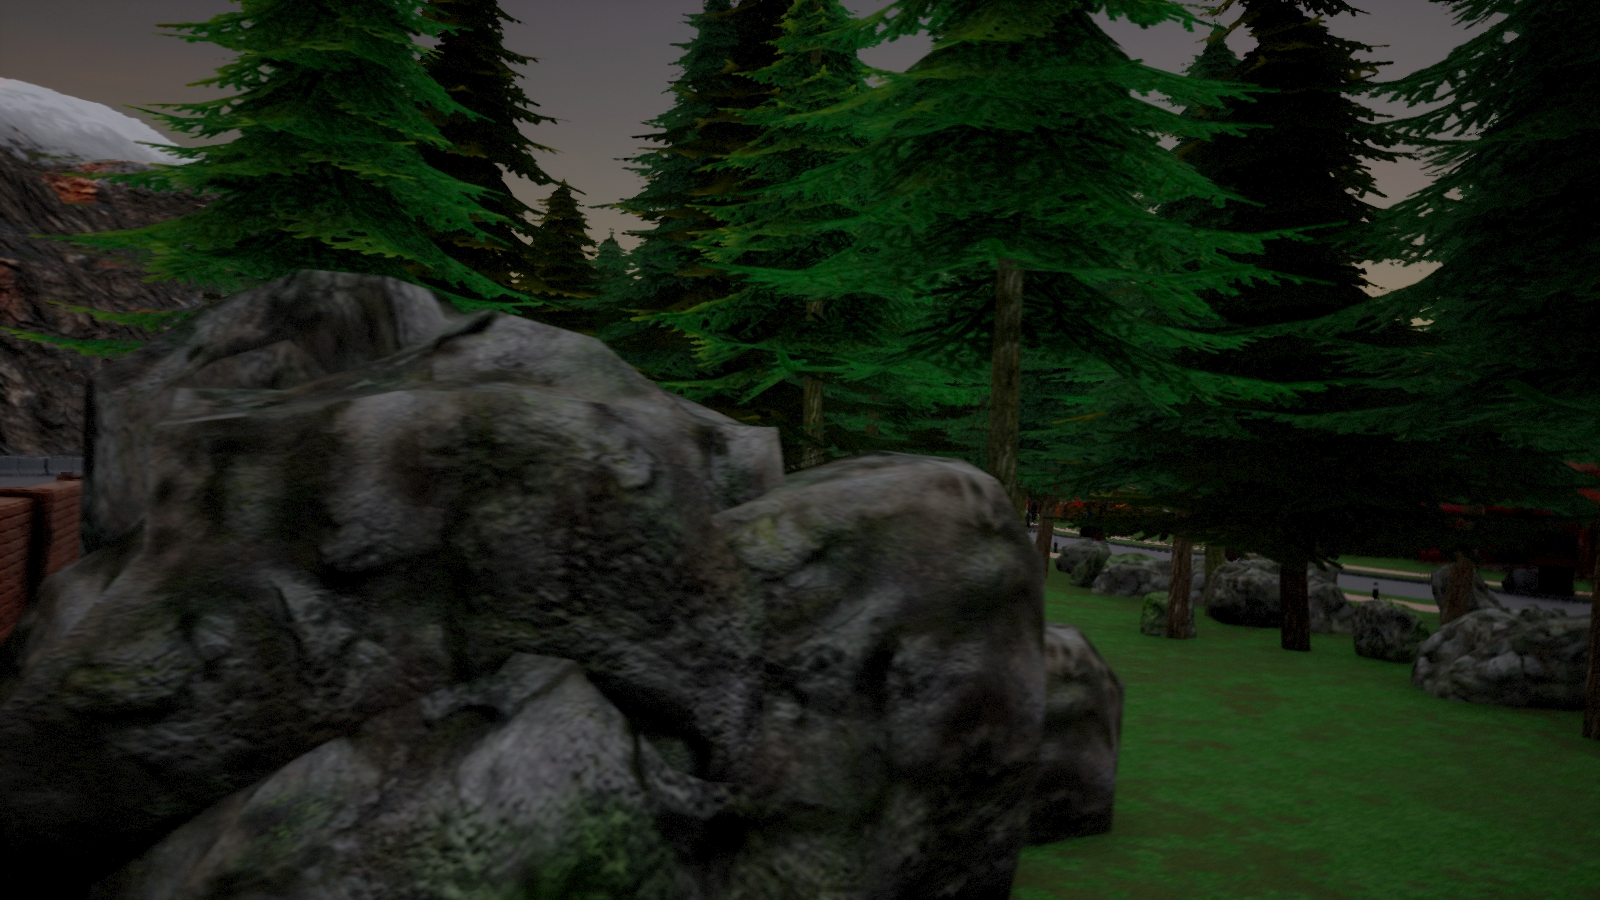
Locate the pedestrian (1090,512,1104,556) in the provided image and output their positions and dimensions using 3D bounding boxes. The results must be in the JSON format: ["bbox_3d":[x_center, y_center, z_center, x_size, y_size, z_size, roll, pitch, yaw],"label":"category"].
[{"bbox_3d":[12.839,3.619,49.384,0.375,1.860,0.375,3,-1,-11],"label":"pedestrian"}]
